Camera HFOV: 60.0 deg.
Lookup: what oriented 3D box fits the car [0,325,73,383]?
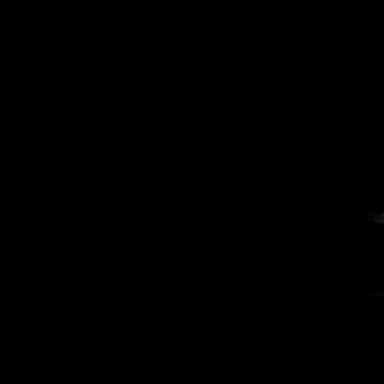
[{"bbox_3d":[-2.846,1.472,1.029,4.902,1.511,2.128,0,1,-36],"label":"car"}]
